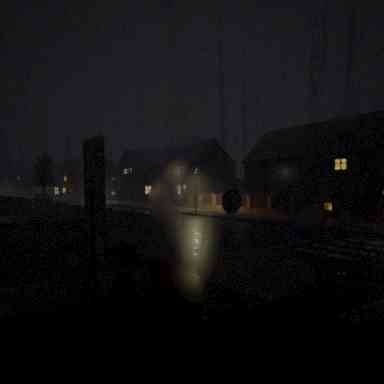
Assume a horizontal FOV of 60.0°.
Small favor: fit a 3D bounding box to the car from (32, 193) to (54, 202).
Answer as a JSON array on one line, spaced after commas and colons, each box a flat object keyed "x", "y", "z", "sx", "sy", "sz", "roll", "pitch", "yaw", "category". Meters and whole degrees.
[{"x": -20.420, "y": 0.916, "z": 45.536, "sx": 1.837, "sy": 1.490, "sz": 4.892, "roll": -2, "pitch": 2, "yaw": -40, "category": "car"}]
